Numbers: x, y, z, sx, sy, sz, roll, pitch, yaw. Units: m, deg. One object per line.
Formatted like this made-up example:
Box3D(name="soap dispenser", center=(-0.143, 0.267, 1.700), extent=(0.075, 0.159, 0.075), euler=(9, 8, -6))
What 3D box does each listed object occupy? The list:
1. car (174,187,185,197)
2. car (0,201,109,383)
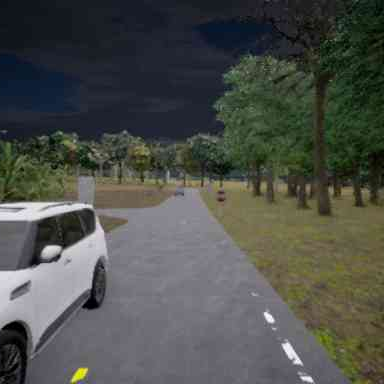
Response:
Box3D(name="car", center=(-2.727, 0.024, 72.232), extent=(2.150, 2.045, 5.566), euler=(0, 2, 0))
Box3D(name="car", center=(-2.837, 1.215, 4.932), extent=(2.150, 2.045, 5.566), euler=(0, 0, 0))
